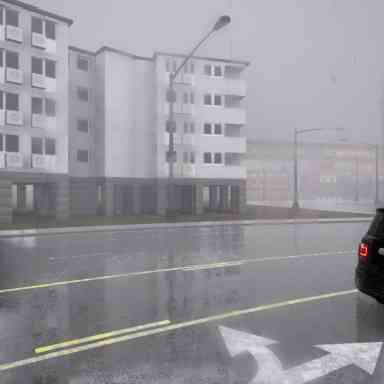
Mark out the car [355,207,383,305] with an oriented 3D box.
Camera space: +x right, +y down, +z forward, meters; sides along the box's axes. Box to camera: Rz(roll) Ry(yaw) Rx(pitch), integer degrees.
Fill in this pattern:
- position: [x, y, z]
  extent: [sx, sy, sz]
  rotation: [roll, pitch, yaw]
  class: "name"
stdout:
- position: [5.697, 1.221, 6.288]
  extent: [5.566, 2.045, 2.150]
  rotation: [0, 0, -23]
  class: "car"
